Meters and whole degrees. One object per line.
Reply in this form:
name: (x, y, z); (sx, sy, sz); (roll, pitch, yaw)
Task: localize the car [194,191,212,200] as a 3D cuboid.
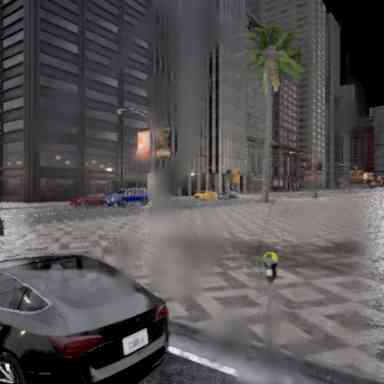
car: (2.211, 0.539, 55.588); (1.882, 1.535, 5.008); (0, 1, 36)

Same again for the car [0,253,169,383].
car: (-2.262, 1.533, 4.583); (4.313, 1.339, 1.947); (1, 0, 36)

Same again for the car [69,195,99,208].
car: (-11.228, 1.016, 36.995); (1.895, 1.301, 4.718); (0, 1, 36)

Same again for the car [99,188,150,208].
car: (-7.143, 0.609, 37.112); (2.150, 2.045, 5.566); (0, 1, 36)

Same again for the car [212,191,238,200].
car: (5.939, 0.536, 55.173); (2.128, 1.511, 4.902); (0, 1, 36)
